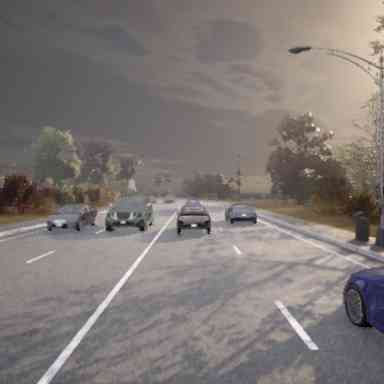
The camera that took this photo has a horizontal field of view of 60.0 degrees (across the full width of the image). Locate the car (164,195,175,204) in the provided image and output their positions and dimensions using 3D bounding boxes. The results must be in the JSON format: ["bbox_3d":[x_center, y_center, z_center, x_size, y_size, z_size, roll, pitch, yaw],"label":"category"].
[{"bbox_3d":[-4.190,1.359,62.221,2.097,1.767,4.553,0,0,-3],"label":"car"}]

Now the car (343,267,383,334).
[{"bbox_3d":[3.601,1.526,3.999,1.812,1.442,4.674,0,0,0],"label":"car"}]

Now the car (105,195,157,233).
[{"bbox_3d":[-3.599,1.224,20.114,2.150,2.045,5.566,0,0,0],"label":"car"}]

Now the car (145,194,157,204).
[{"bbox_3d":[-7.758,1.358,63.079,2.097,1.767,4.553,0,0,-3],"label":"car"}]

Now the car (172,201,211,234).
[{"bbox_3d":[0.101,1.494,19.413,2.128,1.511,4.902,0,0,0],"label":"car"}]

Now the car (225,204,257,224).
[{"bbox_3d":[3.602,1.567,25.096,1.994,1.385,4.181,0,0,0],"label":"car"}]

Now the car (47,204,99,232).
[{"bbox_3d":[-7.098,1.494,20.207,2.128,1.511,4.902,0,0,0],"label":"car"}]
